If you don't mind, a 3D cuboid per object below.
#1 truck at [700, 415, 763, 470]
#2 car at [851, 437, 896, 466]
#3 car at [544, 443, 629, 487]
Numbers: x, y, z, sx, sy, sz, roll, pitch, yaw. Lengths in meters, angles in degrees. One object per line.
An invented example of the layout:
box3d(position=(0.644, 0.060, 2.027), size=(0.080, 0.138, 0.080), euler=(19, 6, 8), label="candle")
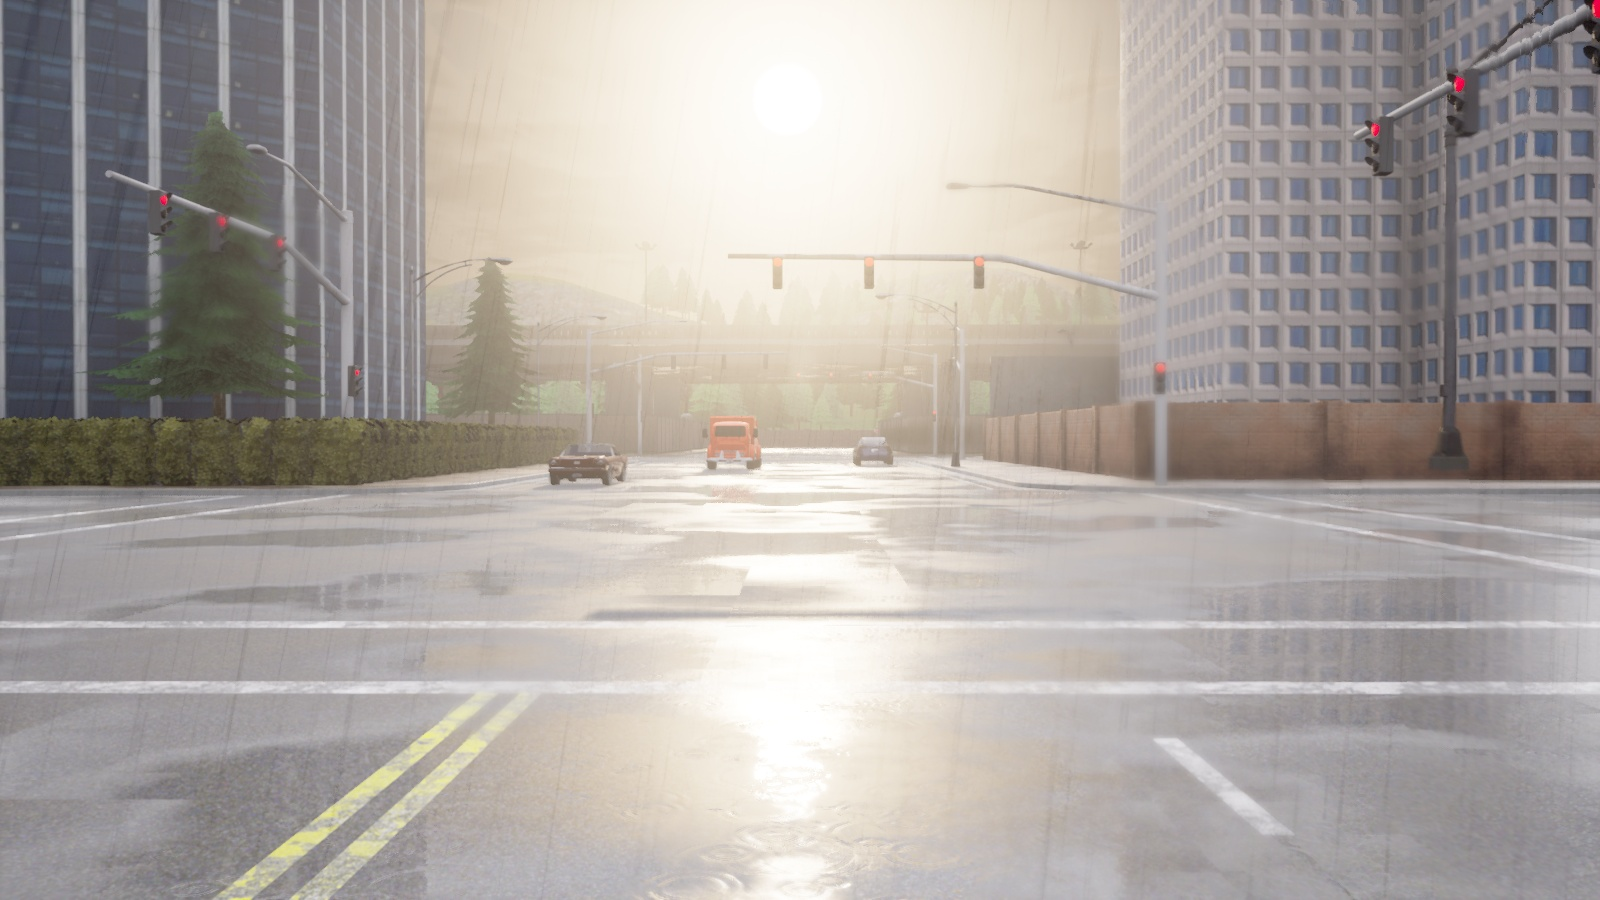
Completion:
box3d(position=(-3.160, -0.347, 59.025), size=(2.627, 2.467, 5.204), euler=(0, 1, 0), label="truck")
box3d(position=(3.885, 0.063, 67.137), size=(2.163, 1.488, 4.792), euler=(0, 1, 0), label="car")
box3d(position=(-6.763, 0.429, 40.261), size=(1.895, 1.301, 4.718), euler=(0, 1, 0), label="car")
